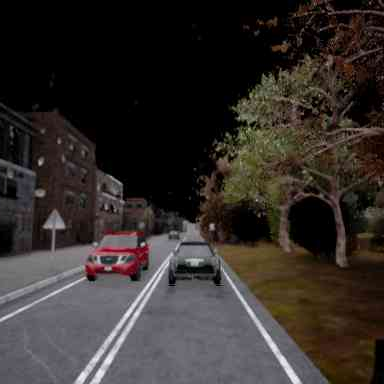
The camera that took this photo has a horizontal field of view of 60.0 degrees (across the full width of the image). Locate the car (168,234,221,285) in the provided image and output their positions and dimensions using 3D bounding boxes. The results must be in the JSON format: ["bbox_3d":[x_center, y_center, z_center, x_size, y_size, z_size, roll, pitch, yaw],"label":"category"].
[{"bbox_3d":[0.109,2.989,14.968,2.097,1.767,4.553,0,-5,0],"label":"car"}]

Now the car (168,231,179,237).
[{"bbox_3d":[-3.136,7.625,58.209,1.837,1.490,4.892,0,-6,1],"label":"car"}]

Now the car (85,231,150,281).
[{"bbox_3d":[-3.340,2.960,16.046,2.150,2.045,5.566,0,-5,0],"label":"car"}]
